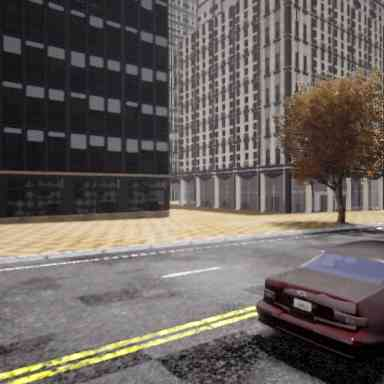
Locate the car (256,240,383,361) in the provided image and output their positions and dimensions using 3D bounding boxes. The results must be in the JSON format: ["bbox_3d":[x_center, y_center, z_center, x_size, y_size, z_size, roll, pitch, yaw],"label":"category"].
[{"bbox_3d":[3.555,1.610,5.992,5.357,1.411,2.033,1,0,-35],"label":"car"}]
